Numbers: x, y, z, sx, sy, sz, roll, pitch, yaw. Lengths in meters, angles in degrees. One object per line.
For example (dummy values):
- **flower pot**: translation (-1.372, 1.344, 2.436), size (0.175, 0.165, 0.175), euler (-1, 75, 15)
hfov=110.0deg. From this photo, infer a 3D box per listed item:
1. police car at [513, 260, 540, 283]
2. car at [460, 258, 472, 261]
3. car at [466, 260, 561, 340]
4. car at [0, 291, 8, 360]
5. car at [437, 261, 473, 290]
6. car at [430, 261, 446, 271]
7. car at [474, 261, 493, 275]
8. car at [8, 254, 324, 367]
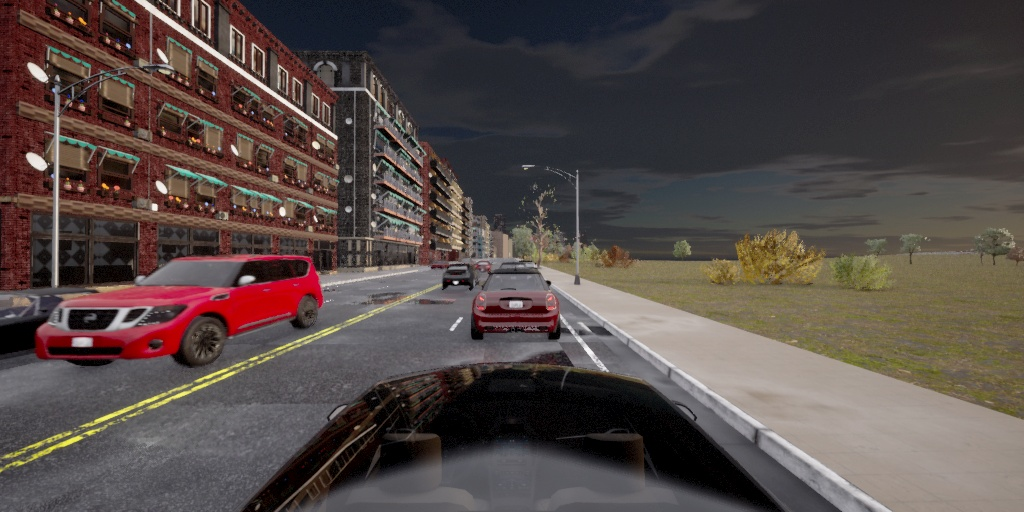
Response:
- **police car**: translation (1.098, 1.179, 29.419), size (1.930, 1.638, 5.238), euler (0, 0, 0)
- **car**: translation (-6.666, 1.104, 51.717), size (2.097, 1.767, 4.553), euler (0, 0, 0)
- **car**: translation (0.080, 1.103, 10.151), size (2.097, 1.767, 4.553), euler (0, 0, 0)
- **car**: translation (-9.859, 1.352, 7.078), size (1.895, 1.301, 4.718), euler (0, 0, 0)
- **car**: translation (-3.181, 1.256, 22.706), size (1.837, 1.490, 4.892), euler (0, 0, 0)
- **car**: translation (-9.916, 1.353, 49.443), size (1.895, 1.301, 4.718), euler (0, 0, 0)
- **car**: translation (-3.205, 1.279, 40.830), size (1.812, 1.442, 4.674), euler (0, 0, 0)
- **car**: translation (-6.613, 0.972, 8.277), size (2.150, 2.045, 5.566), euler (0, 0, 0)
